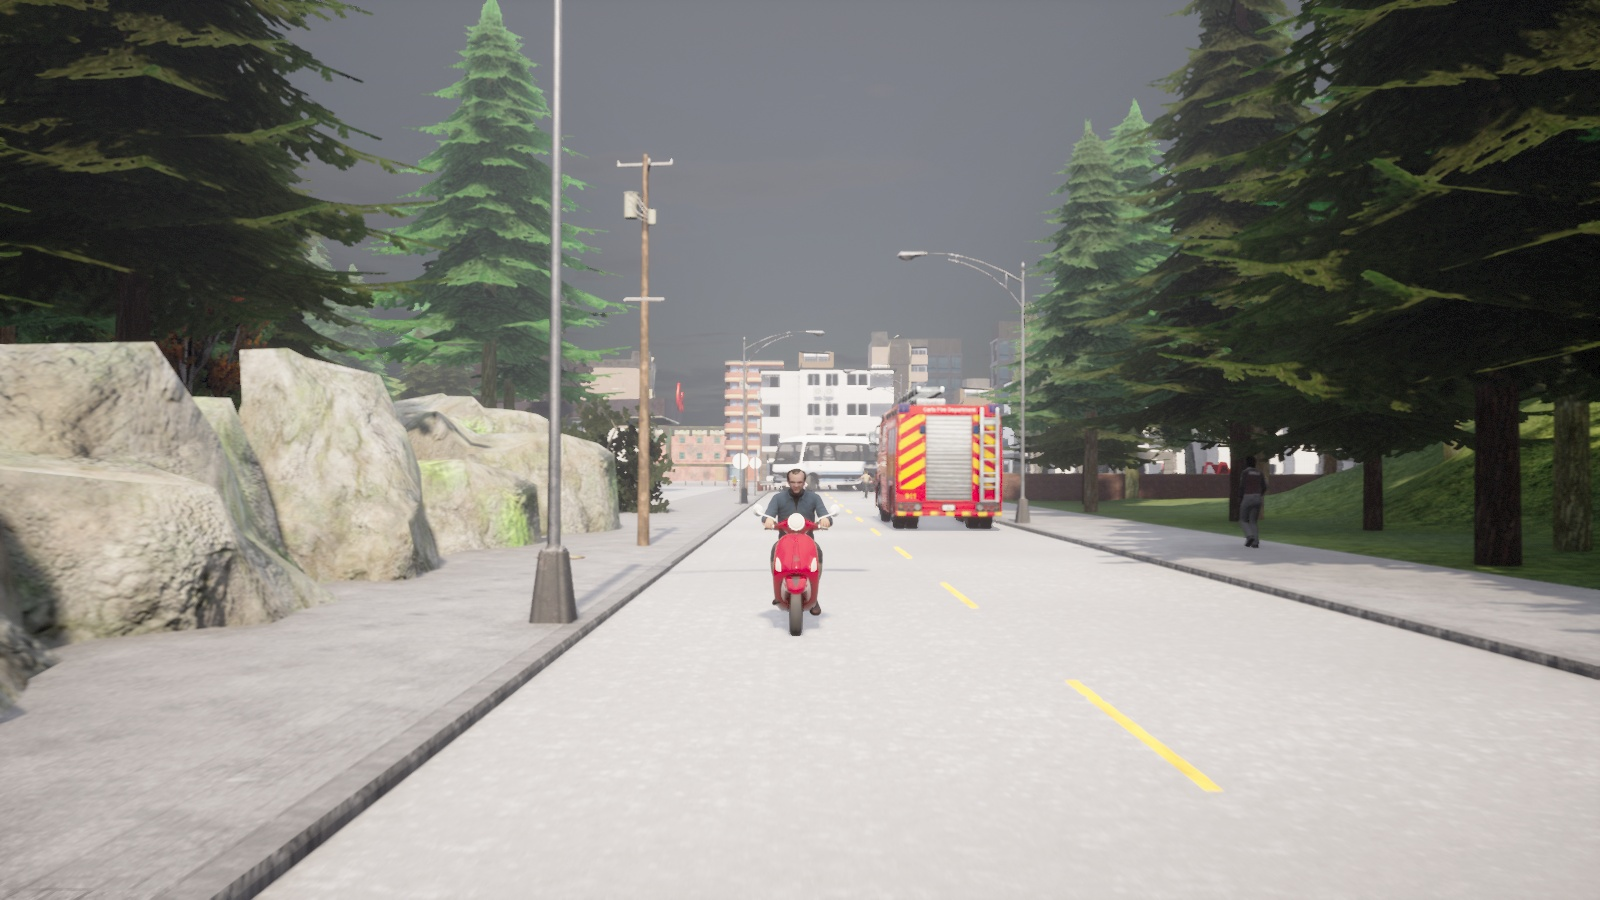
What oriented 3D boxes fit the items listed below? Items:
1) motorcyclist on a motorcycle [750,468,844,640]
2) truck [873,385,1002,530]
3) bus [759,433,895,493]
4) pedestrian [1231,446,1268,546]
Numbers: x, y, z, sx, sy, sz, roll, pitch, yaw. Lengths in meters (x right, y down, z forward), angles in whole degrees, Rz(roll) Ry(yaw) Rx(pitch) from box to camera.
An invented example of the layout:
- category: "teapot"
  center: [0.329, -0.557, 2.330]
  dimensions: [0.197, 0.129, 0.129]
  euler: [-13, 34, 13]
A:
- category: "motorcyclist on a motorcycle"
  center: [-0.030, 0.979, 12.583]
  dimensions: [0.866, 1.590, 1.817]
  euler: [0, -1, 0]
- category: "truck"
  center: [3.908, 0.264, 37.619]
  dimensions: [2.891, 3.827, 8.468]
  euler: [0, -1, 0]
- category: "bus"
  center: [2.149, 1.028, 95.397]
  dimensions: [10.273, 4.253, 3.944]
  euler: [1, -2, -41]
- category: "pedestrian"
  center: [8.831, 0.902, 24.697]
  dimensions: [0.402, 1.930, 0.666]
  euler: [0, -1, -7]
